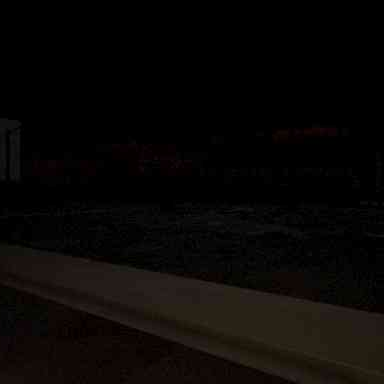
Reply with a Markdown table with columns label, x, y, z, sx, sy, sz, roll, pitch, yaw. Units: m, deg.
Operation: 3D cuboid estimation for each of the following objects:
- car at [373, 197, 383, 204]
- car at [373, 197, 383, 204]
| label | x | y | z | sx | sy | sz | roll | pitch | yaw |
| --- | --- | --- | --- | --- | --- | --- | --- | --- | --- |
| car | 37.541 | 1.734 | 65.317 | 2.038 | 1.542 | 4.974 | 1 | 1 | 6 |
| car | 37.548 | 1.576 | 65.367 | 1.853 | 1.218 | 4.536 | 1 | 1 | 6 |
